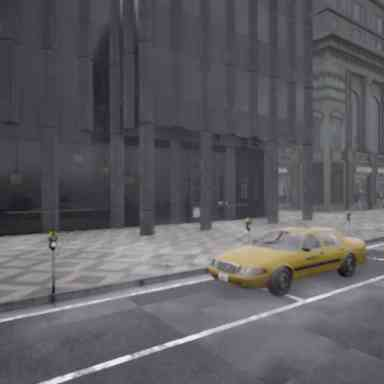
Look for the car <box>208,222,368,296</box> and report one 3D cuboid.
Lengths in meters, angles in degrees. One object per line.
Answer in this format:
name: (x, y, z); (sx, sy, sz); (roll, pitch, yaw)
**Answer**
car: (2.632, 1.489, 8.517); (4.829, 1.417, 1.752); (0, 0, -35)
